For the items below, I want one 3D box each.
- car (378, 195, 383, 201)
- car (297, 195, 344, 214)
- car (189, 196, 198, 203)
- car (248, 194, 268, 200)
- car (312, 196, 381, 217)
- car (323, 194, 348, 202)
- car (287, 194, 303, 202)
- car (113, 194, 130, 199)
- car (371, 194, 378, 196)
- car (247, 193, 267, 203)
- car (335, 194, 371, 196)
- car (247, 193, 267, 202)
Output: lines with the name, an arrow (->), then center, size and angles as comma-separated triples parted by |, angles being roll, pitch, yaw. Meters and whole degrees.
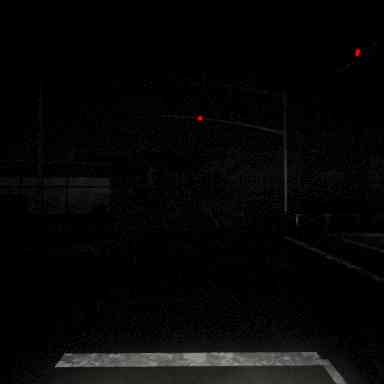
car -> 38.731, 1.154, 62.675 | 5.027, 1.636, 2.152 | 0, 0, 0
car -> 13.021, 1.330, 31.435 | 5.027, 1.636, 2.152 | 0, 0, 0
car -> 0.282, 1.547, 69.721 | 2.033, 1.411, 5.357 | 0, 0, 0
car -> 18.146, 1.334, 91.646 | 4.902, 1.511, 2.128 | 0, 0, 0
car -> 13.084, 1.340, 28.298 | 4.514, 1.523, 2.007 | 0, 0, 0
car -> 31.326, 1.298, 72.731 | 4.514, 1.523, 2.007 | 0, 0, 0
car -> 21.338, 1.097, 65.757 | 4.605, 1.855, 1.932 | 0, 0, 0
car -> -19.389, 1.333, 91.627 | 4.674, 1.442, 1.812 | 0, 0, 0
car -> 38.387, 1.232, 69.091 | 3.806, 1.475, 1.970 | 0, 0, 0
car -> 12.859, 1.361, 65.692 | 3.806, 1.475, 1.970 | 0, 0, 0
car -> 20.657, 1.320, 43.305 | 3.633, 1.501, 1.845 | 0, 0, 0
car -> 13.459, 1.077, 69.018 | 3.866, 1.878, 1.905 | 0, 0, 0
